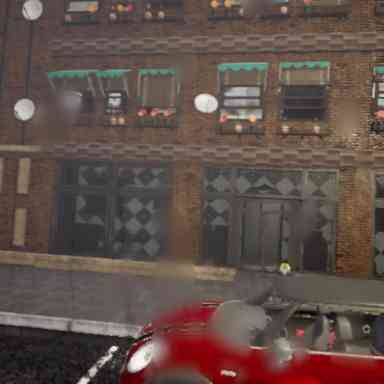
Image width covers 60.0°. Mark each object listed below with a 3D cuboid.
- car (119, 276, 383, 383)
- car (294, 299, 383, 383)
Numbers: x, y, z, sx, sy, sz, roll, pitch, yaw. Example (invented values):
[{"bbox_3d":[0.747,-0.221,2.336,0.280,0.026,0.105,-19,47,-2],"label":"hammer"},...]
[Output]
[{"bbox_3d":[1.263,1.721,3.744,4.097,1.590,1.967,2,-2,9],"label":"car"},{"bbox_3d":[2.977,1.717,1.181,4.892,1.490,1.837,1,-3,23],"label":"car"}]
